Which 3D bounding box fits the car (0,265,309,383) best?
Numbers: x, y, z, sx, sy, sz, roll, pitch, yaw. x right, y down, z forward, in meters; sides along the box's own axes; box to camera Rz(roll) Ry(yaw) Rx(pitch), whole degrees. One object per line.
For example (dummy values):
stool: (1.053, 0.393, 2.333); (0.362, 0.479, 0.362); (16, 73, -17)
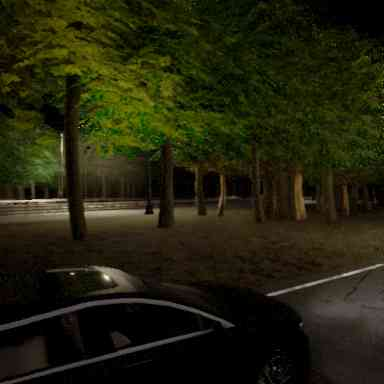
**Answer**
car: (-0.917, 1.487, 3.068); (4.902, 1.511, 2.128); (0, 0, -35)
